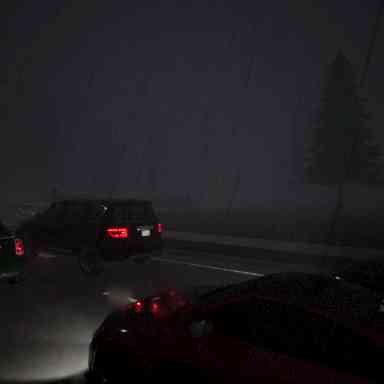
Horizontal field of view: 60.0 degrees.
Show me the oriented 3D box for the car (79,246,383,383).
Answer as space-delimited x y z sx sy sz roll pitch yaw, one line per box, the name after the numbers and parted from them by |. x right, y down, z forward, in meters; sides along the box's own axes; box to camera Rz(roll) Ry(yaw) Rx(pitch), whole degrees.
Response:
0.865 1.564 3.371 4.181 1.385 1.994 0 0 35 | car

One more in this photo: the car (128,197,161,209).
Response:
-6.669 1.525 46.885 1.812 1.442 4.674 0 0 36 | car

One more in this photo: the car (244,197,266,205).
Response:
11.747 1.564 60.117 1.994 1.385 4.181 0 0 37 | car

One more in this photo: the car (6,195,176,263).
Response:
-3.445 1.221 10.707 5.566 2.045 2.150 0 0 36 | car

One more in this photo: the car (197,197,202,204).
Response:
-0.117 1.477 61.745 1.882 1.535 5.008 0 0 37 | car

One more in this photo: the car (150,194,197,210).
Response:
-2.171 1.221 41.174 2.150 2.045 5.566 0 0 36 | car

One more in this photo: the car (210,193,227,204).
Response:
5.701 1.224 63.714 2.150 2.045 5.566 0 0 37 | car

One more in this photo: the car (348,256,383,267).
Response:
4.734 1.478 4.913 5.008 1.535 1.882 0 0 35 | car

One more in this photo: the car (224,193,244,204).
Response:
8.595 1.477 61.740 1.882 1.535 5.008 0 0 37 | car

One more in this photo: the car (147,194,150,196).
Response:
-4.793 1.221 43.518 2.150 2.045 5.566 0 0 36 | car

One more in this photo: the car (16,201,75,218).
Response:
-13.685 1.601 31.335 1.895 1.301 4.718 0 0 36 | car

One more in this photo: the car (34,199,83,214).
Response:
-14.459 1.526 36.213 1.812 1.442 4.674 0 0 36 | car

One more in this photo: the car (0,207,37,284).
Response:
-6.188 1.352 8.364 4.553 1.767 2.097 0 0 36 | car
